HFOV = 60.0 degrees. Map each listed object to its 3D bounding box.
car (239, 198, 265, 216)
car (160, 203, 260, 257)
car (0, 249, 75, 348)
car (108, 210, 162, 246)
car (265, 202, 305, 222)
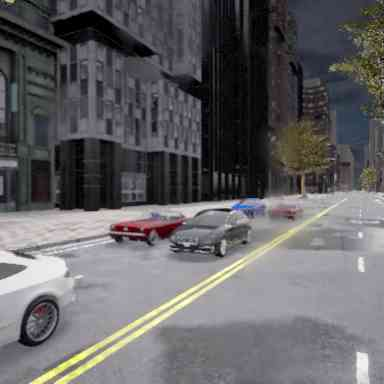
[{"bbox_3d":[4.796,1.310,27.569,1.882,1.535,5.008,0,1,27],"label":"car"},{"bbox_3d":[0.939,1.422,12.795,1.837,1.490,4.892,0,1,27],"label":"car"},{"bbox_3d":[-3.507,1.493,4.014,1.812,1.442,4.674,0,0,24],"label":"car"},{"bbox_3d":[-1.591,1.501,14.999,1.895,1.301,4.718,0,0,27],"label":"car"},{"bbox_3d":[7.234,1.452,25.198,1.895,1.301,4.718,0,0,27],"label":"car"}]
